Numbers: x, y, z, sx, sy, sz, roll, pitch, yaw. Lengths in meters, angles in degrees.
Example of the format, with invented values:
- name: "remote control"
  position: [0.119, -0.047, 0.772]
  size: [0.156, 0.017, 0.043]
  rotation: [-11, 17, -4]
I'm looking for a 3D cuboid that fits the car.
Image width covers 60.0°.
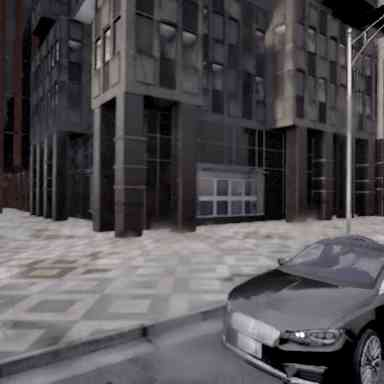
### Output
- name: "car"
  position: [2.646, 1.496, 5.249]
  size: [4.902, 1.511, 2.128]
  rotation: [0, 0, -36]
